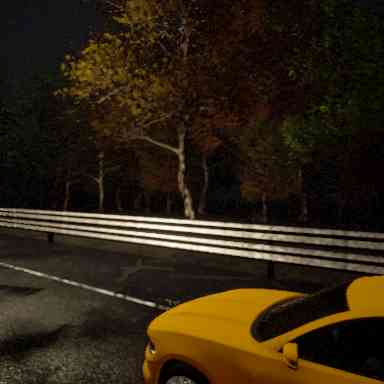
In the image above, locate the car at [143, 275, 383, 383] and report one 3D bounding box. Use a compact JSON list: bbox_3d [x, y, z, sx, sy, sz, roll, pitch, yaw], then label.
[{"bbox_3d":[1.799,1.478,2.715,5.008,1.535,1.882,0,0,36],"label":"car"}]
